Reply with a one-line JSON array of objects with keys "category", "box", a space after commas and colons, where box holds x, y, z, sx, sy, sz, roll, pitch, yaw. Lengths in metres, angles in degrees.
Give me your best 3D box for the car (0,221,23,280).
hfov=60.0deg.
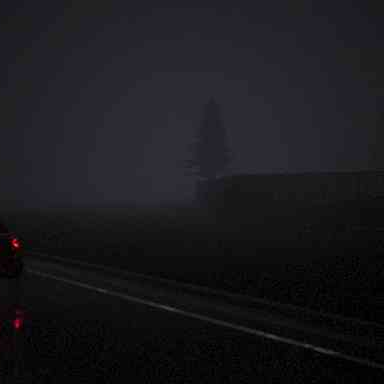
[{"category": "car", "box": [-6.357, 1.285, 8.529, 4.553, 1.767, 2.097, 0, 0, 36]}]
